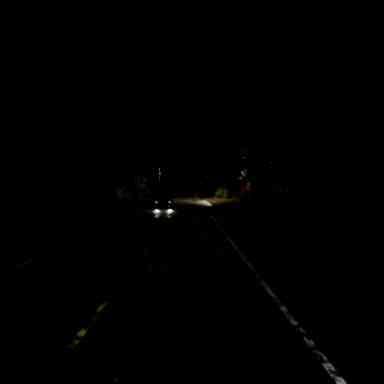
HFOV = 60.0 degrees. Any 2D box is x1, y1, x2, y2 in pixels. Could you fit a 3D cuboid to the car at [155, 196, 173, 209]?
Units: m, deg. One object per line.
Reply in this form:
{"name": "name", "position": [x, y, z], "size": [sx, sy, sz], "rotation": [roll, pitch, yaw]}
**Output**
{"name": "car", "position": [-3.569, 1.259, 42.846], "size": [2.097, 1.767, 4.553], "rotation": [0, 0, 0]}

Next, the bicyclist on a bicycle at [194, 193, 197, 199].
{"name": "bicyclist on a bicycle", "position": [1.005, 1.089, 91.869], "size": [0.659, 1.776, 1.843], "rotation": [0, 0, 0]}
